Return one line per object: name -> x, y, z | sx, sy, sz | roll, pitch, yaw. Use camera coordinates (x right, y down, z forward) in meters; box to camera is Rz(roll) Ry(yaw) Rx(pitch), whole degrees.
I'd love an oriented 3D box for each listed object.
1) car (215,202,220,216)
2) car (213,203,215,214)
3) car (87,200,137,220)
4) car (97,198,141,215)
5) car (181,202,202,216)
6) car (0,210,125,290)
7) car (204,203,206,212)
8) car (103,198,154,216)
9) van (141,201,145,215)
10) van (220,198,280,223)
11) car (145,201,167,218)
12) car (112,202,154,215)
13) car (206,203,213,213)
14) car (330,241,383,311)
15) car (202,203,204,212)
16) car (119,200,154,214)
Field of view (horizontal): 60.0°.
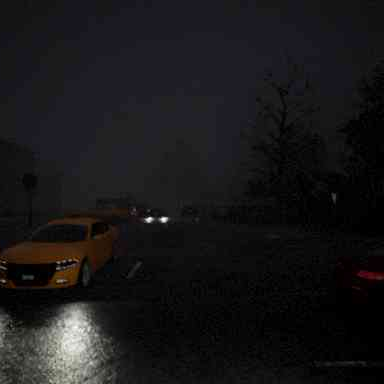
car -> 5.050, 1.730, 29.797 | 5.366, 1.575, 1.946 | 0, -1, 0
car -> 5.027, 1.787, 32.458 | 5.366, 1.575, 1.946 | 0, -1, -1
car -> -7.569, 1.690, 27.541 | 5.366, 1.575, 1.946 | 0, -1, 0
car -> -7.379, 1.624, 30.463 | 4.553, 1.767, 2.185 | 0, -1, -1
car -> -0.203, 1.918, 37.504 | 1.882, 1.535, 5.008 | 0, -1, -1
car -> -3.401, 1.500, 9.372 | 1.882, 1.535, 5.008 | 0, 0, 0
car -> 4.690, 1.856, 43.637 | 5.566, 2.045, 2.435 | 0, -2, -1
car -> -7.469, 1.734, 39.692 | 5.566, 2.045, 2.435 | 0, -2, -1
van -> -7.320, 1.595, 33.502 | 4.442, 1.987, 1.878 | 0, -1, -1
van -> 4.772, 1.453, 27.006 | 4.442, 1.987, 1.878 | 0, -1, 0
car -> -3.611, 1.906, 35.204 | 1.812, 1.442, 4.674 | 0, -1, 0
car -> -7.532, 2.078, 42.600 | 5.008, 1.535, 2.097 | 0, -2, -1
car -> 4.763, 1.684, 38.178 | 5.566, 2.045, 2.435 | 0, -2, -1
car -> 5.041, 1.532, 6.209 | 4.674, 1.452, 2.002 | 0, 0, 0
car -> 1.715, 2.523, 54.419 | 2.128, 1.511, 4.902 | -2, -3, 26
car -> -7.546, 2.051, 45.638 | 4.553, 1.767, 2.185 | 0, -2, -1
